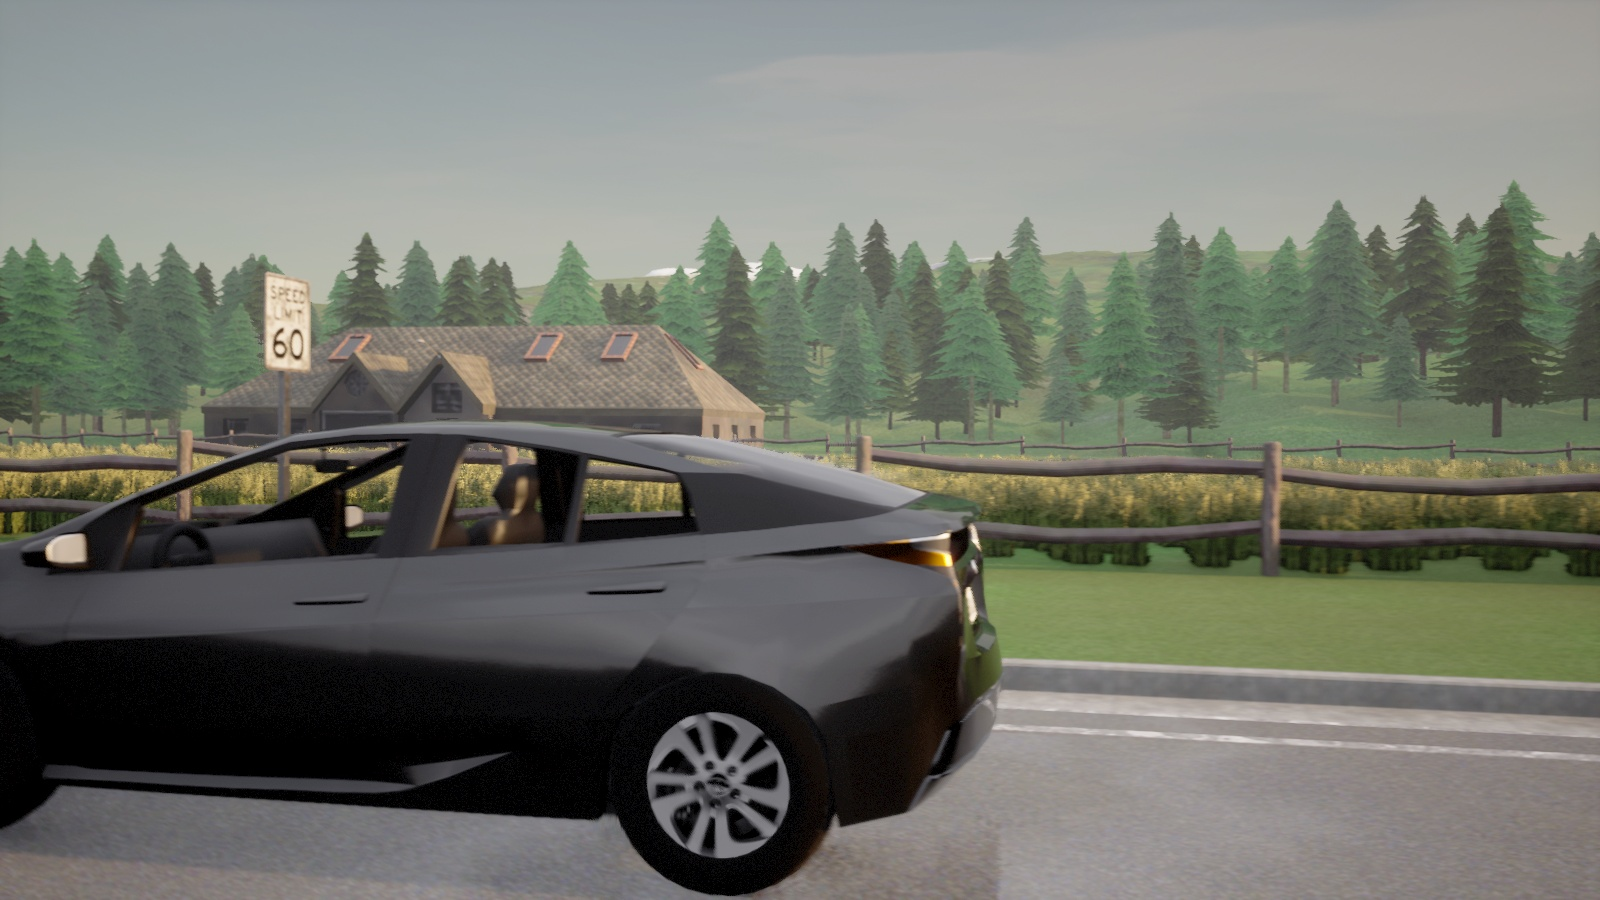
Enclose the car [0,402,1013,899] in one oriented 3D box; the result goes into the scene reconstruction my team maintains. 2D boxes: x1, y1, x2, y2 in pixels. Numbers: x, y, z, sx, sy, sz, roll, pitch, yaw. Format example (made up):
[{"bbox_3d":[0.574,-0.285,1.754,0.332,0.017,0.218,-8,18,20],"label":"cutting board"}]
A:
[{"bbox_3d":[-1.467,0.627,5.032,4.514,1.525,2.007,0,1,11],"label":"car"}]
